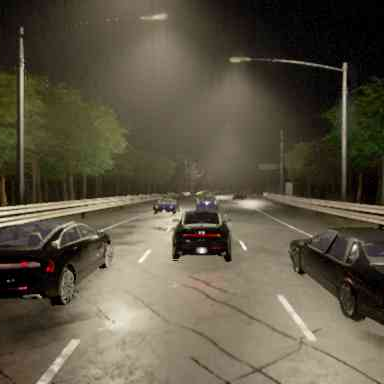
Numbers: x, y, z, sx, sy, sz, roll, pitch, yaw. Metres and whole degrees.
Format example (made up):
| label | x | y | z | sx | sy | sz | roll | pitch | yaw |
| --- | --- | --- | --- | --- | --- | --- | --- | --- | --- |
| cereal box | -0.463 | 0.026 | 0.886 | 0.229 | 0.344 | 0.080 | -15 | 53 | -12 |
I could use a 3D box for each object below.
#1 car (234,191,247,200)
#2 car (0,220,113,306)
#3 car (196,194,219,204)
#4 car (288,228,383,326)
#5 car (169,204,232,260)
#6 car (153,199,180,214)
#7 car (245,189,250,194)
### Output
| label | x | y | z | sx | sy | sz | roll | pitch | yaw |
| --- | --- | --- | --- | --- | --- | --- | --- | --- | --- |
| car | 9.366 | 0.828 | 66.531 | 1.994 | 1.385 | 4.181 | 0 | 1 | 10 |
| car | -3.259 | 1.402 | 7.801 | 2.128 | 1.511 | 4.902 | 0 | 1 | 1 |
| car | 1.491 | 1.010 | 31.402 | 2.097 | 1.767 | 4.553 | 0 | 1 | 5 |
| car | 3.598 | 1.474 | 7.051 | 2.033 | 1.411 | 5.357 | 0 | 1 | 1 |
| car | 0.354 | 1.376 | 11.822 | 1.837 | 1.490 | 4.892 | 0 | 1 | 2 |
| car | -2.157 | 1.271 | 29.889 | 1.895 | 1.301 | 4.718 | 0 | 1 | 4 |
| car | 13.151 | 0.594 | 85.733 | 1.994 | 1.385 | 4.181 | 0 | 1 | 13 |
